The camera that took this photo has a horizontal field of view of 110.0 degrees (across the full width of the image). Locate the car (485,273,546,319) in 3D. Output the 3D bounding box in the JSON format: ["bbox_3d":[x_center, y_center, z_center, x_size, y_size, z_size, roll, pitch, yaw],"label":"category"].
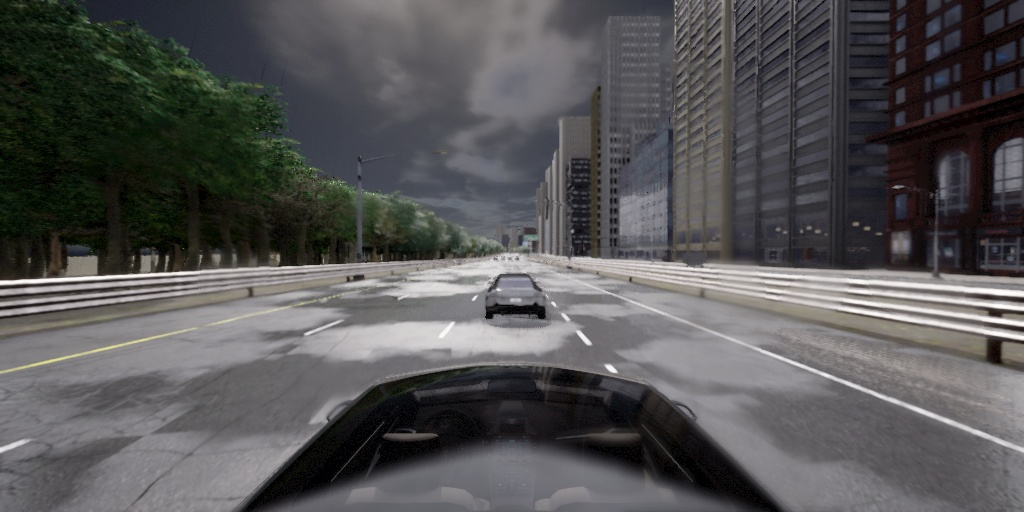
[{"bbox_3d":[0.094,1.306,12.886,1.994,1.385,4.181,0,0,-1],"label":"car"}]
